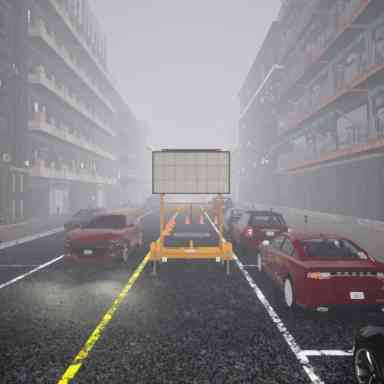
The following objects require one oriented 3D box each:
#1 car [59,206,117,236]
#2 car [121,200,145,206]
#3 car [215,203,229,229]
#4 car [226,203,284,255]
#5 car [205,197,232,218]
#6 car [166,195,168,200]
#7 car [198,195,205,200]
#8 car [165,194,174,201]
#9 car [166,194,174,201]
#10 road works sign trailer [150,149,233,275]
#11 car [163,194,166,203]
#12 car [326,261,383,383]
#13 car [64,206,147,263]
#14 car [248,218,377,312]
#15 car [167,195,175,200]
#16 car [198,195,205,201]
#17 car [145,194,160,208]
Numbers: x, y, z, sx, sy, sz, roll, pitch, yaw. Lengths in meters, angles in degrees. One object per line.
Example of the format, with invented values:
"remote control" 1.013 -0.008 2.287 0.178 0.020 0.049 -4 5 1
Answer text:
"car" -5.725 1.565 18.889 1.947 1.339 4.313 0 0 0
"car" -5.746 1.522 29.992 1.752 1.417 4.829 0 0 0
"car" 2.656 1.550 18.901 2.008 1.369 4.403 0 0 0
"car" 2.666 1.440 13.266 1.967 1.590 4.097 0 0 0
"car" 2.635 1.312 30.175 2.192 1.841 5.009 0 0 0
"car" -5.801 1.568 58.345 1.802 1.307 4.206 0 0 0
"car" 2.516 1.513 92.175 1.887 1.381 4.507 0 0 0
"car" -5.853 1.412 86.526 1.967 1.590 4.097 0 0 0
"car" -5.842 1.290 80.890 2.192 1.841 5.009 0 0 0
"road works sign trailer" -0.020 0.464 10.393 2.380 3.560 2.880 0 0 0
"car" -5.788 1.304 52.708 2.192 1.841 5.009 0 0 0
"car" 2.687 1.566 1.993 1.947 1.339 4.313 0 0 0
"car" -3.024 1.477 12.171 1.882 1.535 5.008 0 0 0
"car" 2.677 1.545 7.629 1.887 1.381 4.507 0 0 0
"car" -5.864 1.513 92.163 1.887 1.381 4.507 0 0 0
"car" 2.537 1.500 81.072 1.752 1.417 4.829 0 0 0
"car" -5.779 1.431 47.072 1.967 1.590 4.097 0 0 0
